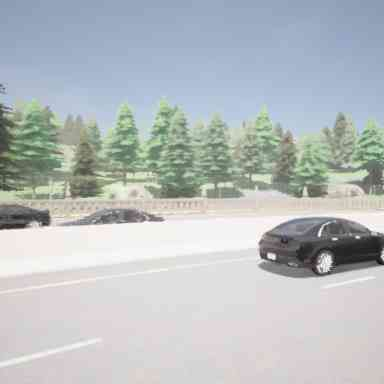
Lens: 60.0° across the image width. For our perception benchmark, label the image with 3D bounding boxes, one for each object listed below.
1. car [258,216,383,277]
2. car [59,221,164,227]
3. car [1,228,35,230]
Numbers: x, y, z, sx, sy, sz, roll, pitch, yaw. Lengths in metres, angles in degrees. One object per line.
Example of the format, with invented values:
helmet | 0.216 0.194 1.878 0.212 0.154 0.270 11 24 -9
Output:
car | 4.277 1.513 10.260 4.892 1.490 1.837 0 0 -30
car | -3.443 1.471 14.028 4.892 1.490 1.837 0 0 -32
car | -10.298 1.405 17.911 5.008 1.535 1.882 0 0 -34
